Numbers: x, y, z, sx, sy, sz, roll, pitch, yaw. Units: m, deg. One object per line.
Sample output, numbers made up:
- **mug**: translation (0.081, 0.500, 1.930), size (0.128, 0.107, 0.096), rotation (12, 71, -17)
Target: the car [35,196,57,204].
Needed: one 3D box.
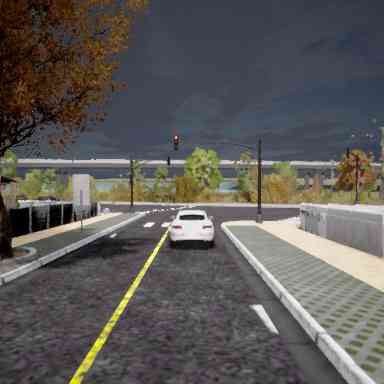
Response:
- **car**: translation (-29.849, 1.588, 68.054), size (4.892, 1.490, 1.837), rotation (-1, 2, 36)

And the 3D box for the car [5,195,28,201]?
- **car**: translation (-32.328, 1.786, 61.826), size (5.008, 1.535, 1.882), rotation (-1, 2, 36)

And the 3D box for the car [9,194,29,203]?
- **car**: translation (-38.943, 1.440, 74.653), size (4.553, 1.767, 2.097), rotation (-1, 2, 36)

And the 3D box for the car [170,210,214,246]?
- **car**: translation (0.007, 1.521, 15.182), size (1.812, 1.442, 4.674), rotation (0, 0, 0)

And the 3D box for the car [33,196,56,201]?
- **car**: translation (-28.229, 1.530, 62.861), size (4.553, 1.767, 2.097), rotation (-1, 1, 36)

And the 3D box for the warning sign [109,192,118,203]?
- **warning sign**: translation (-14.247, 0.995, 60.260), size (1.060, 1.860, 1.300), rotation (2, 1, 36)
